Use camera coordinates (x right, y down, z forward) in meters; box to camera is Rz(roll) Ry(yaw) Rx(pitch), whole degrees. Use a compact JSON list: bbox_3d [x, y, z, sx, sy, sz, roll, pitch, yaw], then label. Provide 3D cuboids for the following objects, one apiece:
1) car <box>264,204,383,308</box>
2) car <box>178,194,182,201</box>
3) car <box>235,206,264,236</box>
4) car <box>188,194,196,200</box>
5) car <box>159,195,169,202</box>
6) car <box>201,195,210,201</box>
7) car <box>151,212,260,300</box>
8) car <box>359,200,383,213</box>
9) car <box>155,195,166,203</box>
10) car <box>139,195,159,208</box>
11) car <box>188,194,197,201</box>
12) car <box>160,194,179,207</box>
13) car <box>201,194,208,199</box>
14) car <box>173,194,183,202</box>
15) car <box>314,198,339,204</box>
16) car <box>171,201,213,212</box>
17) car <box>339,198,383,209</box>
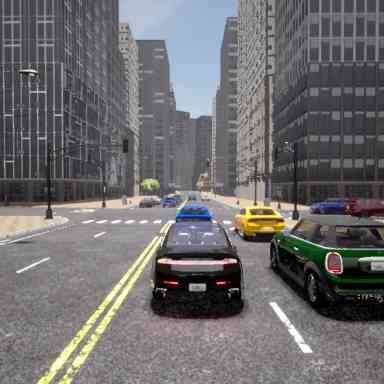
[{"bbox_3d":[3.356,1.348,8.076,2.097,1.767,4.553,0,0,0],"label":"car"},{"bbox_3d":[-3.277,1.519,58.309,1.994,1.385,4.181,0,0,1],"label":"car"},{"bbox_3d":[3.363,1.469,17.256,1.882,1.535,5.008,0,0,0],"label":"car"},{"bbox_3d":[0.075,1.267,90.673,2.128,1.511,4.902,0,0,0],"label":"car"},{"bbox_3d":[-6.437,1.482,78.022,1.994,1.385,4.181,0,0,0],"label":"car"},{"bbox_3d":[3.317,1.513,80.698,1.895,1.301,4.718,0,0,0],"label":"car"},{"bbox_3d":[0.105,1.488,8.364,2.128,1.511,4.902,0,0,0],"label":"car"},{"bbox_3d":[21.841,1.642,37.734,4.829,1.417,1.752,1,0,1],"label":"car"},{"bbox_3d":[-6.453,1.448,68.043,1.837,1.490,4.892,0,0,0],"label":"car"},{"bbox_3d":[-6.545,1.513,49.135,2.033,1.411,5.357,0,0,0],"label":"car"},{"bbox_3d":[0.067,1.273,80.641,2.097,1.767,4.553,0,0,0],"label":"car"},{"bbox_3d":[-3.299,1.491,49.564,1.812,1.442,4.674,0,0,0],"label":"car"},{"bbox_3d":[3.325,1.337,90.700,1.895,1.301,4.718,0,0,0],"label":"car"},{"bbox_3d":[-3.187,1.286,77.187,2.097,1.767,4.553,0,0,0],"label":"car"},{"bbox_3d":[14.913,1.450,35.256,4.553,1.767,2.097,1,1,1],"label":"car"},{"bbox_3d":[0.118,1.468,17.868,1.882,1.535,5.008,0,0,1],"label":"car"},{"bbox_3d":[16.225,1.519,29.452,5.009,1.841,2.192,1,0,1],"label":"car"}]
